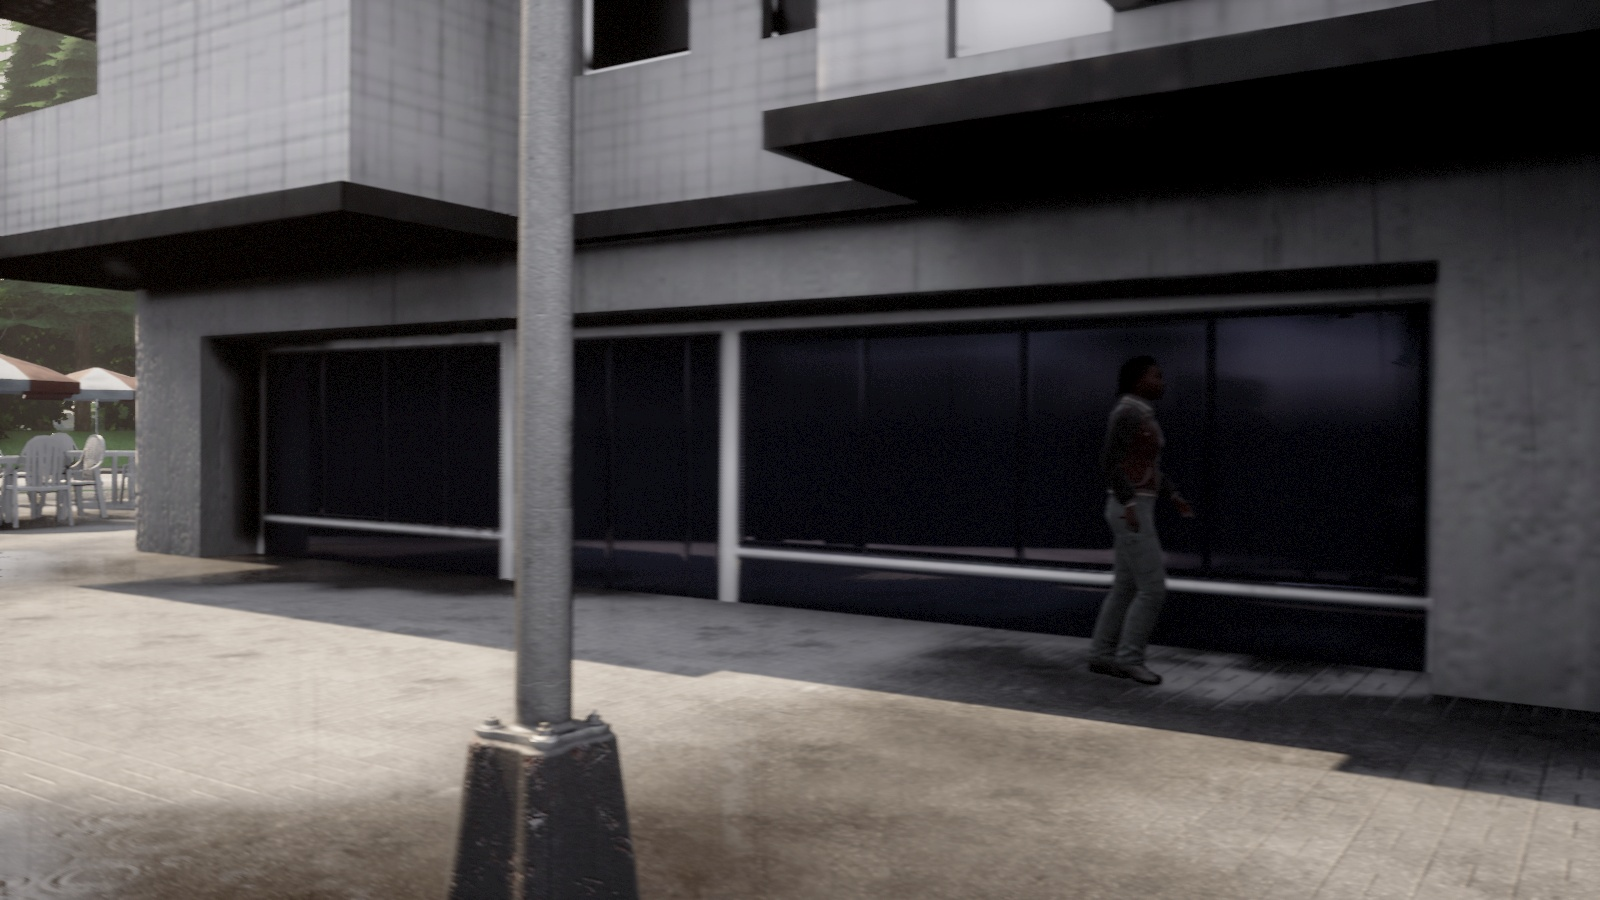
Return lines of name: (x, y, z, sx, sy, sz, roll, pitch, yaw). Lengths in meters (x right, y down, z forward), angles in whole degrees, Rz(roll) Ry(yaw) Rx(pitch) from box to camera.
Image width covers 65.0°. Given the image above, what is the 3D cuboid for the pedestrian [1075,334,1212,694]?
pedestrian: (1.934, 0.344, 7.060, 0.666, 1.930, 0.402, 0, 1, 26)
